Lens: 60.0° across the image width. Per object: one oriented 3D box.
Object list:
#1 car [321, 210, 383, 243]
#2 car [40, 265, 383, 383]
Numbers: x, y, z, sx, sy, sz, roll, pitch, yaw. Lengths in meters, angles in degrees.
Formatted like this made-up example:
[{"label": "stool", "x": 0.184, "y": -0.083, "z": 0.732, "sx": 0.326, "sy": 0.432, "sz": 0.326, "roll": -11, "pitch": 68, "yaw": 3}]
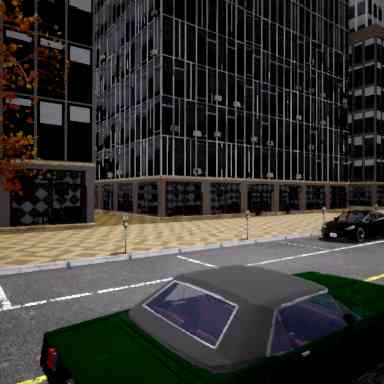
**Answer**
[{"label": "car", "x": 8.140, "y": 1.564, "z": 16.226, "sx": 4.313, "sy": 1.339, "sz": 1.947, "roll": 0, "pitch": 0, "yaw": -36}, {"label": "car", "x": 0.908, "y": 1.601, "z": 3.963, "sx": 4.718, "sy": 1.301, "sz": 1.895, "roll": 0, "pitch": 0, "yaw": -35}]
